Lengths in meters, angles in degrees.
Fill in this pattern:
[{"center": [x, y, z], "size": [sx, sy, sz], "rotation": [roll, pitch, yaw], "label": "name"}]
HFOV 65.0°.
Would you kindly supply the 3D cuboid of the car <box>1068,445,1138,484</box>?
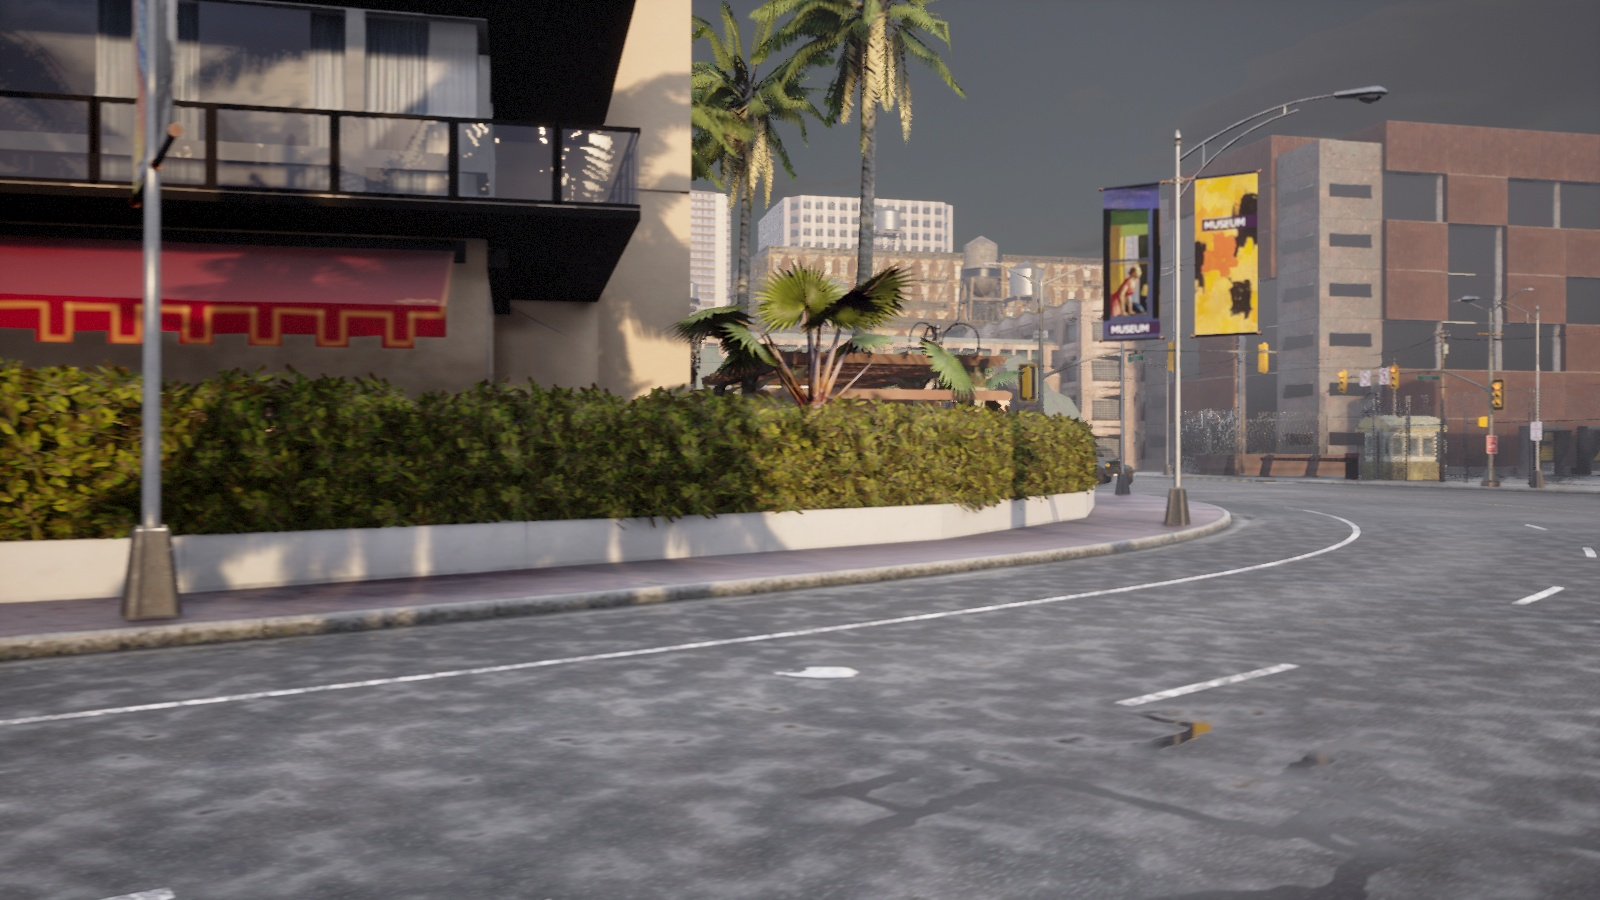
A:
[{"center": [14.944, 0.692, 62.140], "size": [1.905, 1.878, 3.866], "rotation": [0, 0, -12], "label": "car"}]
